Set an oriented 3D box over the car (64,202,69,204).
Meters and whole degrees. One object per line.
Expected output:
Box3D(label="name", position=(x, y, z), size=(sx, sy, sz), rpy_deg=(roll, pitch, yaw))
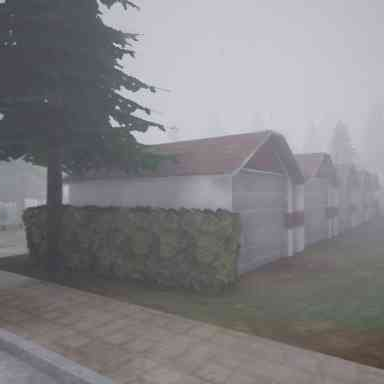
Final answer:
Box3D(label="car", position=(-8.697, 1.729, 24.937), size=(2.150, 2.045, 5.566), rpy_deg=(-1, -1, 36))
